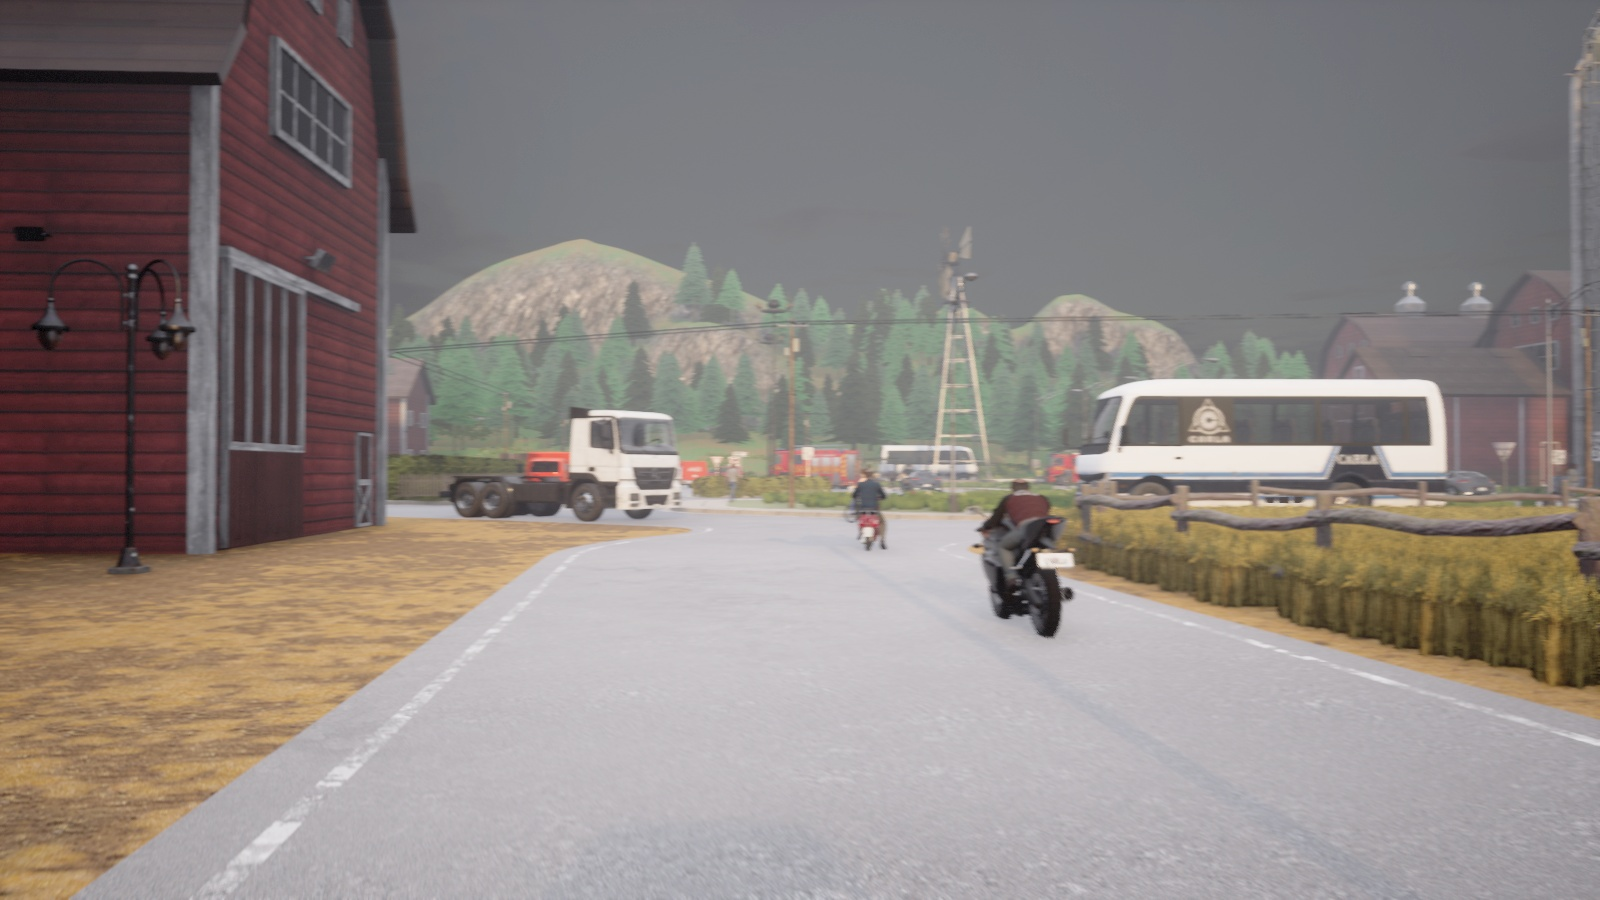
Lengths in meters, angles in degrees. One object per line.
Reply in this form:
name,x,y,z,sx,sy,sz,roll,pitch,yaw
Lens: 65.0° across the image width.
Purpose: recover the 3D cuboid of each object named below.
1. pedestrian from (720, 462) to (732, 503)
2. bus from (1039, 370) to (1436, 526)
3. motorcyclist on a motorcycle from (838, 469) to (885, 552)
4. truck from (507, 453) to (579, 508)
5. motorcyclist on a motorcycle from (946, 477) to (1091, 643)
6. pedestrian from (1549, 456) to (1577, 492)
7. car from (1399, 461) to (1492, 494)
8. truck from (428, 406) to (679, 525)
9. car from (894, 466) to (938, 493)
pedestrian,-3.328,1.452,56.760,0.354,1.836,0.706,-1,-1,13
bus,12.602,-0.034,36.988,10.273,4.253,3.944,0,-1,-3
motorcyclist on a motorcycle,1.254,1.184,25.202,0.866,1.590,1.817,-1,-1,5
truck,-12.140,1.428,59.792,2.627,2.467,5.204,0,-1,-3
motorcyclist on a motorcycle,2.178,1.050,12.860,0.866,1.530,2.191,0,-1,-6
pedestrian,39.710,1.272,65.360,0.874,1.855,0.900,0,-1,-19
car,34.533,1.468,67.370,2.152,1.651,5.027,0,-1,-4
truck,-7.935,0.511,40.004,7.936,3.462,2.891,-1,-1,31
car,7.509,1.917,81.881,2.152,1.651,5.027,0,-1,-2
